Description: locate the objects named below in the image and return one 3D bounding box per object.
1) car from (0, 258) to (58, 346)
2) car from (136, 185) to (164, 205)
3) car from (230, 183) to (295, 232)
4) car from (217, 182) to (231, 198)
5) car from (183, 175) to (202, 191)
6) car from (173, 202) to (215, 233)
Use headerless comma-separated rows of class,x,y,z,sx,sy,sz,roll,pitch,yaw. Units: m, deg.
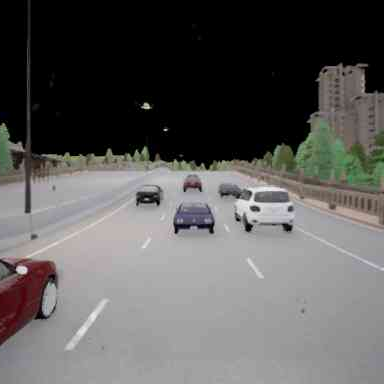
car,-3.402,1.465,4.185,1.882,1.535,5.008,0,1,0
car,-3.421,0.142,27.614,1.882,1.535,5.008,0,6,0
car,3.500,0.740,16.913,2.150,2.045,5.566,0,3,0
car,3.533,-0.272,32.452,1.895,1.301,4.718,0,7,0
car,0.066,-1.194,38.356,2.097,1.767,4.553,0,6,0
car,0.088,1.144,16.680,1.895,1.301,4.718,0,3,0
